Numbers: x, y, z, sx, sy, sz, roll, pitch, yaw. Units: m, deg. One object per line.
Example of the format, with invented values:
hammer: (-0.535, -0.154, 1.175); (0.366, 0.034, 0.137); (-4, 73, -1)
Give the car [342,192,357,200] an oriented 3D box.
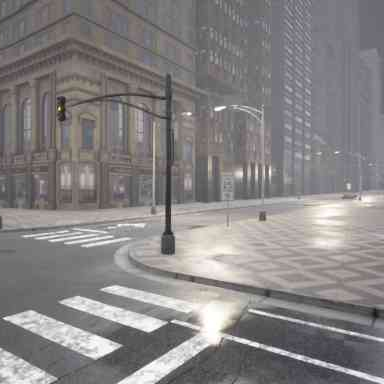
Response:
car: (28.238, 0.712, 59.508); (1.895, 1.301, 4.718); (0, 1, 35)
